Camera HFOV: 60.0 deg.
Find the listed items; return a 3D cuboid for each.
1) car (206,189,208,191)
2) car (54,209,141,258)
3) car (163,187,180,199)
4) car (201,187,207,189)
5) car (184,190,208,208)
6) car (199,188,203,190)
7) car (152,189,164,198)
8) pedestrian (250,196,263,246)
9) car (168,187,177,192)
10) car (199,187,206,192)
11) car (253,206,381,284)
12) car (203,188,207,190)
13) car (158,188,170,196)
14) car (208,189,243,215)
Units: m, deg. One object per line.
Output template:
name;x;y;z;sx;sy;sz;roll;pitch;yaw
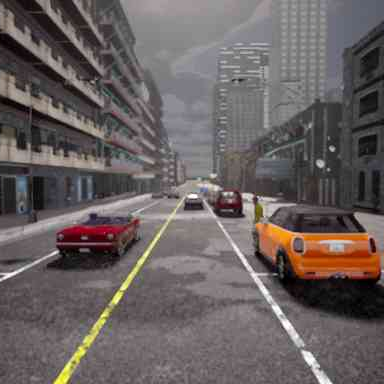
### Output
car;2.788;0.647;37.259;1.752;1.417;4.829;-1;1;0
car;-3.063;1.322;11.732;1.895;1.301;4.718;0;1;0
car;-2.900;0.293;52.984;2.033;1.411;5.357;0;1;1
car;2.871;0.176;59.403;1.802;1.307;4.206;-1;1;0
car;0.178;0.789;32.189;2.033;1.411;5.357;0;1;1
car;0.182;0.535;45.124;1.895;1.301;4.718;0;1;1
car;-5.528;0.308;53.807;1.802;1.307;4.206;-1;1;0
pedestrian;2.366;1.014;11.858;0.375;1.860;0.375;-1;2;0
car;-5.401;-0.668;92.858;2.008;1.369;4.403;-1;1;0
car;2.980;-0.673;92.873;1.887;1.381;4.507;-1;1;0
car;3.029;1.137;9.068;2.097;1.767;4.553;0;1;0
car;2.820;0.544;42.667;2.008;1.369;4.403;-1;1;0
car;-5.492;0.002;64.963;1.887;1.381;4.507;-1;1;0
car;2.724;0.704;25.928;2.192;1.841;5.009;-1;1;0
